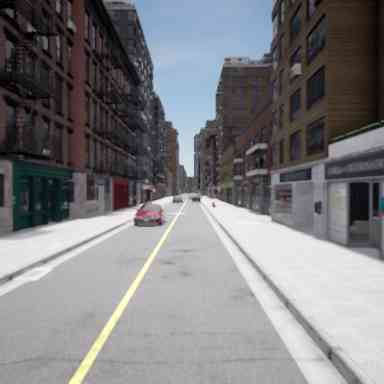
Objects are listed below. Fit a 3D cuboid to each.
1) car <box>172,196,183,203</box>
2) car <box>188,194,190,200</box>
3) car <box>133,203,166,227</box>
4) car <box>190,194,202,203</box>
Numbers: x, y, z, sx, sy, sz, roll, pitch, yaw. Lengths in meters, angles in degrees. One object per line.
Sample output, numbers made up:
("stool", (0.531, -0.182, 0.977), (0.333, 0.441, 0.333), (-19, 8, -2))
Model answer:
("car", (-2.776, 1.516, 65.054), (1.994, 1.385, 4.181), (0, 0, 0))
("car", (-0.018, 1.316, 87.380), (2.033, 1.411, 5.357), (0, 0, 0))
("car", (-2.856, 1.520, 23.181), (1.812, 1.442, 4.674), (0, 0, 0))
("car", (0.942, 1.452, 69.166), (1.837, 1.490, 4.892), (0, 0, 0))
